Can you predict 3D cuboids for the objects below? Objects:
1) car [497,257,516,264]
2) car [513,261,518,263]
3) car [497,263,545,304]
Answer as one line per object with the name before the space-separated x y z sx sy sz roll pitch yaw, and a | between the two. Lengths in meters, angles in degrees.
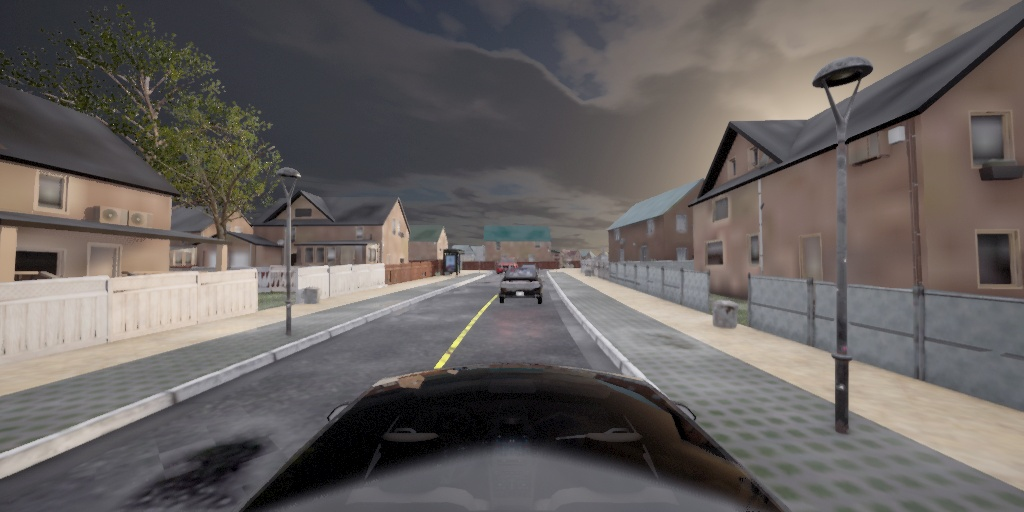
car | -0.508 1.186 42.722 2.150 2.045 5.566 0 0 4
car | 1.477 1.376 31.381 2.033 1.411 5.357 0 0 4
car | 0.463 1.265 16.413 2.128 1.511 4.902 0 0 4
